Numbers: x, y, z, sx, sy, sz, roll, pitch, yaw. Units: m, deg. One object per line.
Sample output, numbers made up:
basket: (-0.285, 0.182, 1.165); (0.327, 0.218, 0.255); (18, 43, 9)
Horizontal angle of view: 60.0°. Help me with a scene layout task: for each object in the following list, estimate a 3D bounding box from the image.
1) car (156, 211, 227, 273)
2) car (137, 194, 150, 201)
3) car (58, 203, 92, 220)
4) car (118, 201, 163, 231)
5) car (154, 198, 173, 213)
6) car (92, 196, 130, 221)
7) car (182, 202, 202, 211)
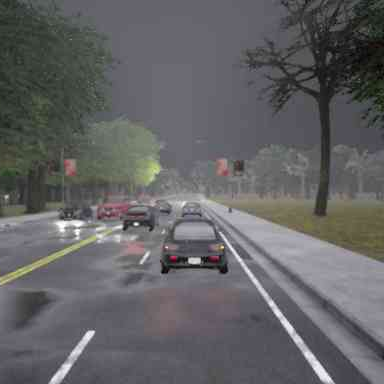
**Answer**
car: (0.068, 1.567, 10.684); (1.812, 1.442, 4.674); (0, 0, 0)
car: (-10.069, 1.529, 69.565); (2.150, 2.045, 5.566); (0, 0, 0)
car: (-9.933, 1.681, 28.834); (1.994, 1.385, 4.181); (0, 0, 0)
car: (-3.200, 1.591, 21.448); (1.837, 1.490, 4.892); (0, 0, 0)
car: (-3.291, 1.718, 37.577); (1.994, 1.385, 4.181); (0, 0, 0)
car: (-6.685, 1.340, 29.190); (2.150, 2.045, 5.566); (0, 0, 0)
car: (-0.005, 1.678, 32.215); (2.033, 1.411, 5.357); (0, 0, 0)
